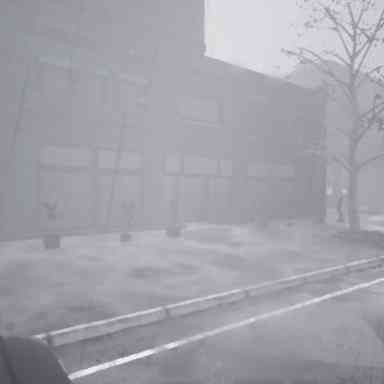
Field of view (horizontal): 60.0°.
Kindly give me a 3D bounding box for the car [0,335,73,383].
[{"bbox_3d":[-2.650,1.566,1.488,4.181,1.385,1.994,0,0,-36],"label":"car"}]
